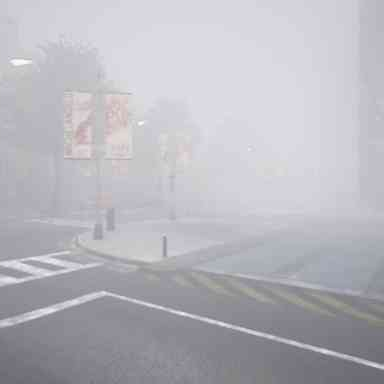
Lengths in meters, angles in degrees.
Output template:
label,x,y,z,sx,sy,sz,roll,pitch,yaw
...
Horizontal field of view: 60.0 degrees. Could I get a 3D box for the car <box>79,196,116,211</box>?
label,x,y,z,sx,sy,sz,roll,pitch,yaw
car,-11.513,1.334,40.602,2.097,1.767,4.553,0,0,35

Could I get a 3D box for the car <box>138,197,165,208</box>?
label,x,y,z,sx,sy,sz,roll,pitch,yaw
car,-5.846,1.507,48.615,1.812,1.442,4.674,0,0,35
